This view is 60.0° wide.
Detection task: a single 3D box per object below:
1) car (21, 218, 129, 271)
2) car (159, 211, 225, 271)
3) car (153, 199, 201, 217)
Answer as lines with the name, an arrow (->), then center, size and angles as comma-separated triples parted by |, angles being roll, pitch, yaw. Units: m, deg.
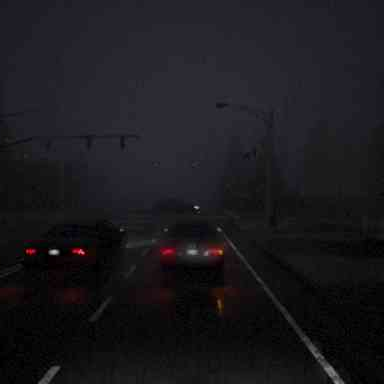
car -> -3.474, 1.580, 10.929 | 2.033, 1.411, 5.357 | 0, 0, 0
car -> 0.025, 1.579, 10.935 | 2.033, 1.411, 5.357 | 0, 0, 0
car -> -1.372, 1.414, 31.596 | 4.553, 1.767, 2.097 | 0, 0, 6
